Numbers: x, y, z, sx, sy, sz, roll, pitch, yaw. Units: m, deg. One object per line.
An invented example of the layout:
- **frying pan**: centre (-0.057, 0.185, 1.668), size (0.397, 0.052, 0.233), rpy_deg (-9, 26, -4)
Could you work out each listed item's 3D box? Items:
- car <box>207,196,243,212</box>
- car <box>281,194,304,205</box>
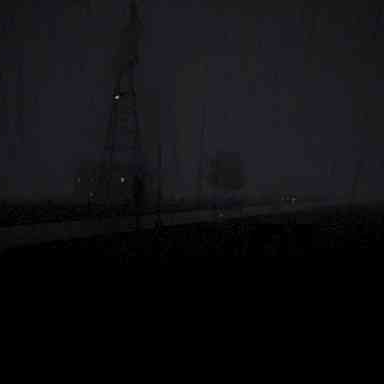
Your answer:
- **car**: centre (3.507, 1.213, 34.921), size (1.882, 1.535, 5.008), rpy_deg (1, 1, 38)
- **car**: centre (15.042, 1.089, 49.518), size (2.097, 1.767, 4.553), rpy_deg (2, 1, 38)
